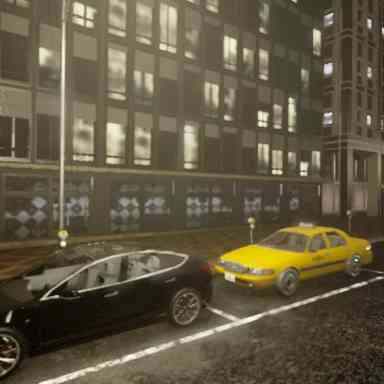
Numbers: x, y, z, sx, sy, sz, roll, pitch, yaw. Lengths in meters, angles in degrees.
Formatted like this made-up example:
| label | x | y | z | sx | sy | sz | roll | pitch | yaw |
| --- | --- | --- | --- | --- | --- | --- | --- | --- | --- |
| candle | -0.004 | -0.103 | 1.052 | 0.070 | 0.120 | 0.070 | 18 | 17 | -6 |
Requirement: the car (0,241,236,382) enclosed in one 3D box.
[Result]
| label | x | y | z | sx | sy | sz | roll | pitch | yaw |
| --- | --- | --- | --- | --- | --- | --- | --- | --- | --- |
| car | -1.597 | 1.559 | 5.406 | 4.313 | 1.339 | 1.947 | 0 | 1 | -35 |

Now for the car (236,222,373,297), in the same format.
| label | x | y | z | sx | sy | sz | roll | pitch | yaw |
| --- | --- | --- | --- | --- | --- | --- | --- | --- | --- |
| car | 2.779 | 1.497 | 8.527 | 4.829 | 1.417 | 1.752 | 0 | 1 | -35 |
